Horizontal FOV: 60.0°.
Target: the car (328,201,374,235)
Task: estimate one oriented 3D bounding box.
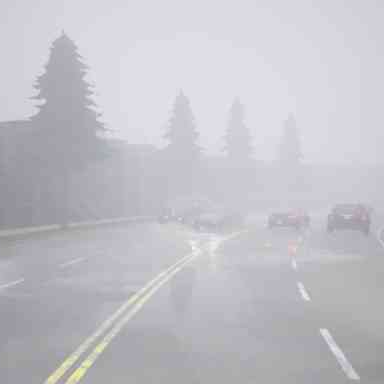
[{"bbox_3d":[9.503,1.431,19.910,2.097,1.767,4.553,0,0,30],"label":"car"}]

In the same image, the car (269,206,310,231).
[{"bbox_3d":[6.264,1.608,21.313,1.812,1.442,4.674,0,-1,30],"label":"car"}]

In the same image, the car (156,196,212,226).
[{"bbox_3d":[-0.332,1.312,24.325,2.150,2.045,5.566,0,0,30],"label":"car"}]

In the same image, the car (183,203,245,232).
[{"bbox_3d":[1.773,1.627,21.029,2.033,1.411,5.357,0,0,27],"label":"car"}]

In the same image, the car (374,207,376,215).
[{"bbox_3d":[16.466,1.608,33.125,5.008,1.535,1.882,0,0,-40],"label":"car"}]
